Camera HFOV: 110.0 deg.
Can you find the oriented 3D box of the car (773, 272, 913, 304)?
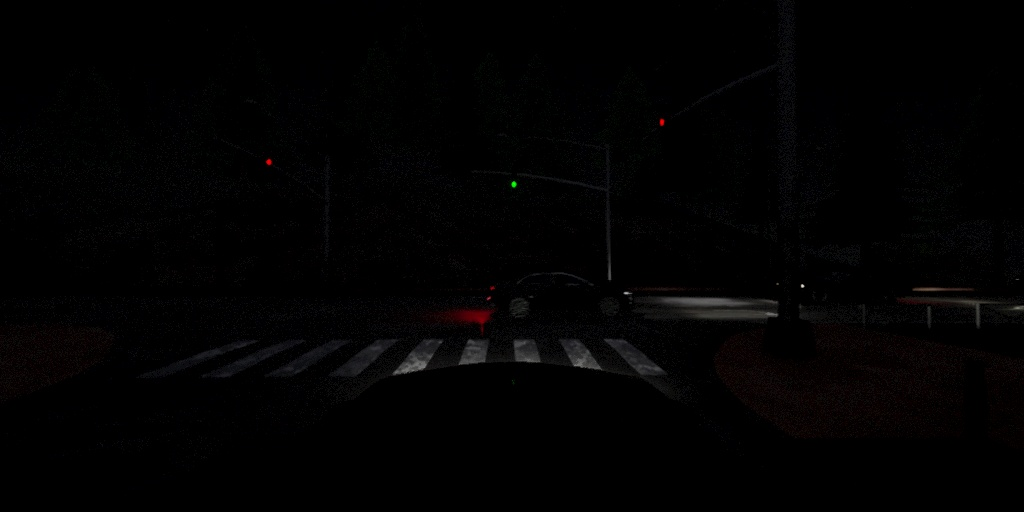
[{"bbox_3d":[14.416,1.354,15.868,4.718,1.301,1.895,0,-1,0],"label":"car"}]

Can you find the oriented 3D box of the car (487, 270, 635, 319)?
[{"bbox_3d":[1.609,1.217,12.251,4.902,1.511,2.128,-1,0,0],"label":"car"}]

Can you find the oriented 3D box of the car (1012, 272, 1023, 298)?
[{"bbox_3d":[26.014,0.975,15.838,5.566,2.045,2.150,0,-1,0],"label":"car"}]
